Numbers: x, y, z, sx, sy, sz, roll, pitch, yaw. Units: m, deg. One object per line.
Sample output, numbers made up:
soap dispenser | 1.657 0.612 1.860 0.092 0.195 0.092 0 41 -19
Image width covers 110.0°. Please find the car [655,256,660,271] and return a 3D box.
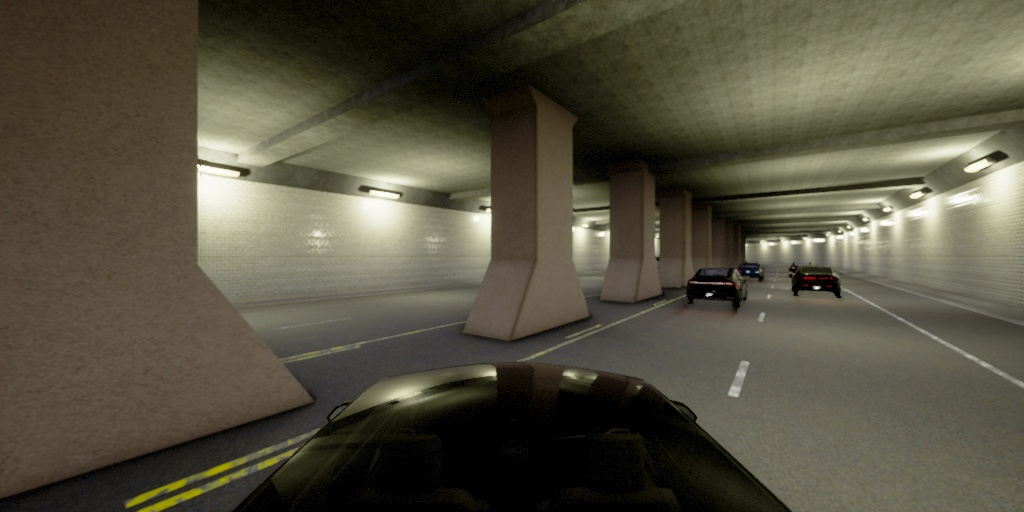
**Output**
car | 17.072 0.988 43.807 2.150 2.045 5.566 0 0 38

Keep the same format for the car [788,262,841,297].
car | 16.028 1.253 19.050 1.837 1.490 4.892 0 0 37

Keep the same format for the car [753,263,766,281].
car | 20.055 1.299 30.168 2.033 1.411 5.357 0 0 37

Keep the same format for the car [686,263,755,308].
car | 8.873 1.243 15.399 2.128 1.511 4.902 0 0 37
